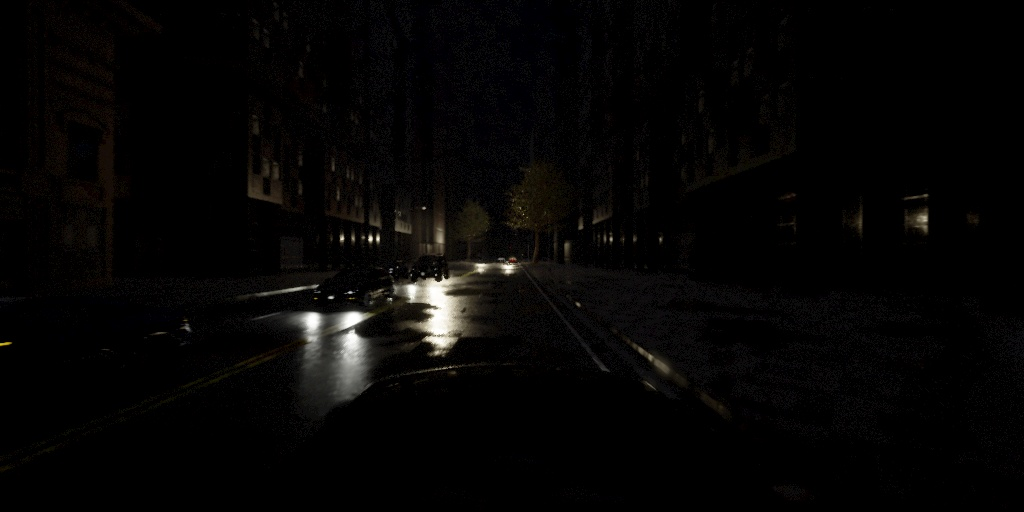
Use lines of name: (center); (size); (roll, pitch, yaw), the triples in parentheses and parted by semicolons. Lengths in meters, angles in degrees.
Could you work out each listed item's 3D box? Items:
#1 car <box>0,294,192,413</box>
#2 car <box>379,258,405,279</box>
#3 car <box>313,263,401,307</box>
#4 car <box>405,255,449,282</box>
car: (-6.598, 1.266, 4.479); (1.812, 1.442, 4.674); (0, 0, 0)
car: (-9.717, 1.088, 28.432); (2.097, 1.767, 4.553); (0, 0, 0)
car: (-6.568, 1.246, 15.447); (1.837, 1.490, 4.892); (0, 0, 0)
car: (-6.460, 0.958, 28.794); (2.150, 2.045, 5.566); (0, 0, 0)
